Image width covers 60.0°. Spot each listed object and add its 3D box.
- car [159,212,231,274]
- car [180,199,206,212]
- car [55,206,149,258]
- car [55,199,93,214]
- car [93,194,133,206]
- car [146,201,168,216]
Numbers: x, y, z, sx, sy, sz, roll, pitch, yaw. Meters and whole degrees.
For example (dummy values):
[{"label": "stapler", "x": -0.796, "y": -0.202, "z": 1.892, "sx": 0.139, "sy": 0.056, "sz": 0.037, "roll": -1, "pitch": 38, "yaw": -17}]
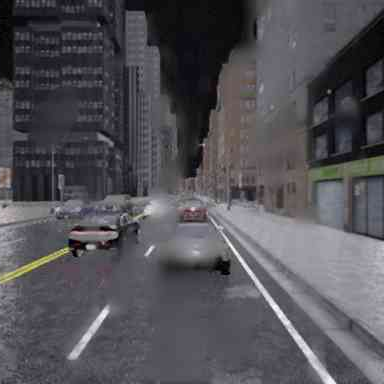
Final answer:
[{"label": "car", "x": 0.086, "y": 1.572, "z": 10.610, "sx": 1.994, "sy": 1.385, "sz": 4.181, "roll": 0, "pitch": 0, "yaw": 0}, {"label": "car", "x": 0.092, "y": 1.371, "z": 27.790, "sx": 2.097, "sy": 1.767, "sz": 4.553, "roll": 0, "pitch": 0, "yaw": 0}, {"label": "car", "x": -3.158, "y": 1.502, "z": 12.828, "sx": 2.128, "sy": 1.511, "sz": 4.902, "roll": 0, "pitch": 0, "yaw": 0}, {"label": "car", "x": -9.840, "y": 1.372, "z": 28.307, "sx": 2.097, "sy": 1.767, "sz": 4.553, "roll": 0, "pitch": 0, "yaw": 0}, {"label": "car", "x": -6.592, "y": 1.243, "z": 29.141, "sx": 2.150, "sy": 2.045, "sz": 5.566, "roll": 0, "pitch": 0, "yaw": 0}, {"label": "car", "x": -3.142, "y": 1.547, "z": 29.343, "sx": 1.812, "sy": 1.442, "sz": 4.674, "roll": 0, "pitch": 0, "yaw": 0}]
